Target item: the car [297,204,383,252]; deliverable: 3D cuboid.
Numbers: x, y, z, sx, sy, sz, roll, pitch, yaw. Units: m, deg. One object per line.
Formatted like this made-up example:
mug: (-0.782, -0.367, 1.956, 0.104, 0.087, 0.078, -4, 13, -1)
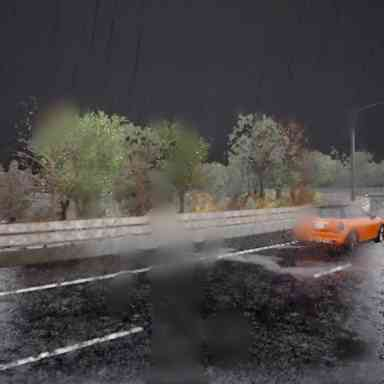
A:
car: (6.358, 1.299, 13.957, 4.553, 1.767, 2.097, 0, 0, -43)
